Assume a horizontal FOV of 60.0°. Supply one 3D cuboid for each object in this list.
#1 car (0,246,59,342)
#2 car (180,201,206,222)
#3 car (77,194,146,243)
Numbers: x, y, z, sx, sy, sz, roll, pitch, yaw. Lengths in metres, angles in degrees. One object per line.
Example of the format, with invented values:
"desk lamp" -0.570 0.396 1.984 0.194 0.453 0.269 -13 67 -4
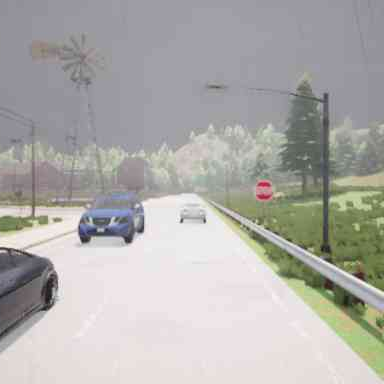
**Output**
"car" -3.601 1.534 4.877 1.994 1.385 4.181 0 0 0
"car" 0.070 1.378 24.450 1.812 1.442 4.674 0 0 -1
"car" -3.567 1.126 15.824 2.150 2.045 5.566 0 0 0
